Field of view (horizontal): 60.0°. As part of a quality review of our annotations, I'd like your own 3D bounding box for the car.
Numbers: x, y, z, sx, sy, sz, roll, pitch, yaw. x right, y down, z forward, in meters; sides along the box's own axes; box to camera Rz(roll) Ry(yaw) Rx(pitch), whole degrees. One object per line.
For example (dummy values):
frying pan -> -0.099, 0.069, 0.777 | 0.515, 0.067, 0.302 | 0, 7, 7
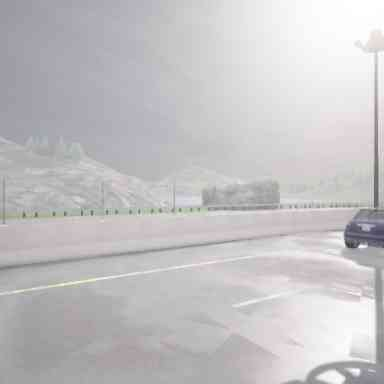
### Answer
car -> 8.225, 1.366, 13.292 | 4.553, 1.767, 2.097 | 0, 0, -31
